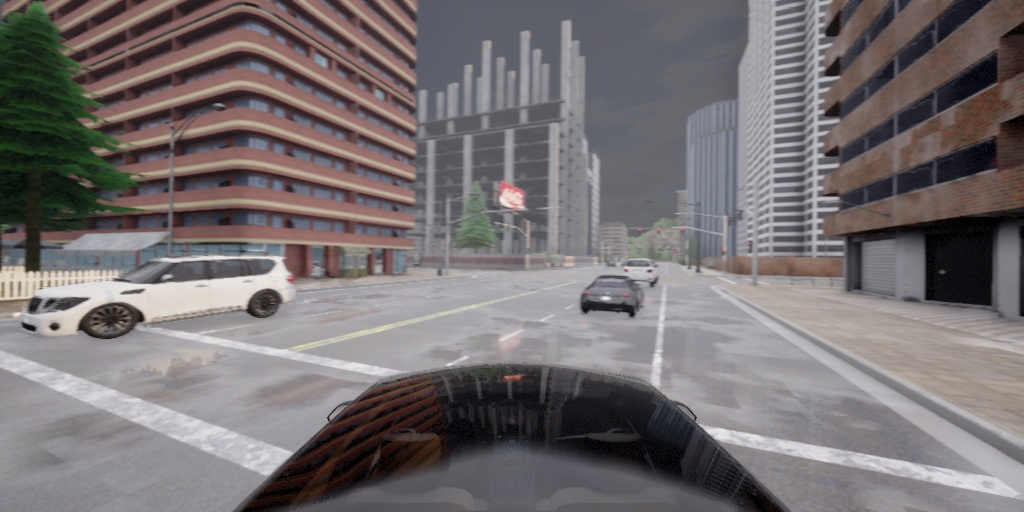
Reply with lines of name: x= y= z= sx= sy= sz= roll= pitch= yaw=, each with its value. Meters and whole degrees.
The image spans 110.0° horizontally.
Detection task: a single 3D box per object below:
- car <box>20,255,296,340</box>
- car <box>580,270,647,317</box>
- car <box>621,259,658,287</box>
car: x=-9.235 y=0.994 z=10.200 sx=2.150 sy=2.045 sz=5.566 roll=1 pitch=1 yaw=27
car: x=4.004 y=1.432 z=14.056 sx=1.994 sy=1.385 sz=4.181 roll=1 pitch=0 yaw=24
car: x=9.880 y=1.227 z=27.560 sx=2.150 sy=2.045 sz=5.566 roll=1 pitch=0 yaw=24
